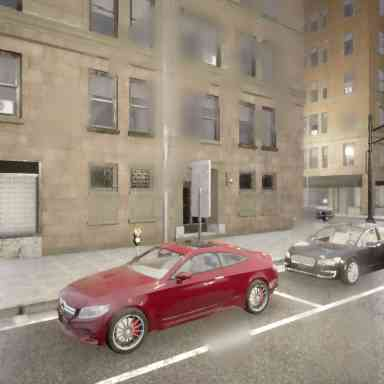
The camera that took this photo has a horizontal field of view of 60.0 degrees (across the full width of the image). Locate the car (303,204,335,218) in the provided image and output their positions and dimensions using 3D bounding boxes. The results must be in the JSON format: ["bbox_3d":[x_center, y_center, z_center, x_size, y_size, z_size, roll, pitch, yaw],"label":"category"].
[{"bbox_3d":[8.226,1.515,25.132,1.895,1.301,4.718,0,0,-35],"label":"car"}]

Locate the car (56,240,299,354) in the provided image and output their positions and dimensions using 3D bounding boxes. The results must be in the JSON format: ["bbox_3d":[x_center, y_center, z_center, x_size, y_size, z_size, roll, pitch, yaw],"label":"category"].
[{"bbox_3d":[-0.198,1.582,6.035,4.206,1.307,1.802,0,0,-35],"label":"car"}]

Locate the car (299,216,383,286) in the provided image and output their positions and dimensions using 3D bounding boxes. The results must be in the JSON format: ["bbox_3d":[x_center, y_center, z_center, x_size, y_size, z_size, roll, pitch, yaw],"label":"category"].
[{"bbox_3d":[4.437,1.550,9.321,4.403,1.369,2.008,0,0,-35],"label":"car"}]
